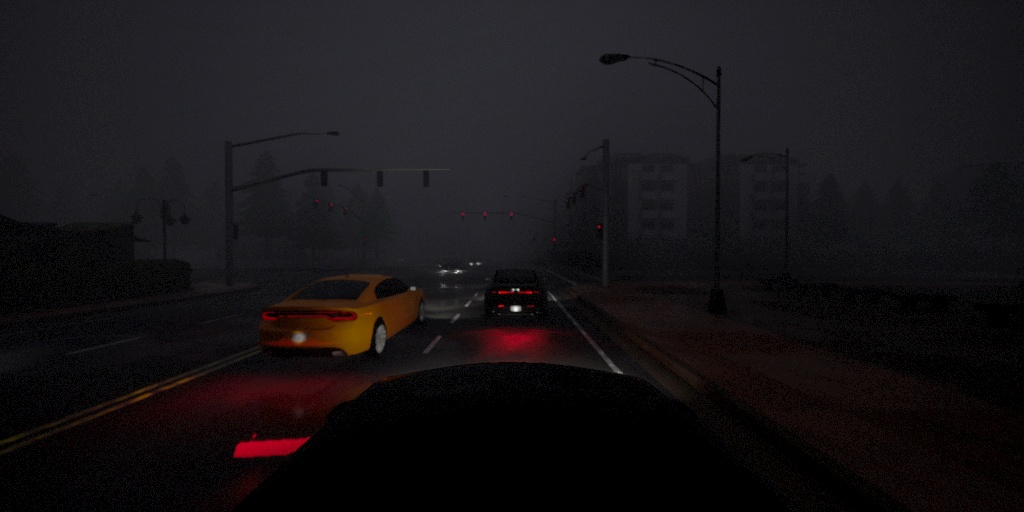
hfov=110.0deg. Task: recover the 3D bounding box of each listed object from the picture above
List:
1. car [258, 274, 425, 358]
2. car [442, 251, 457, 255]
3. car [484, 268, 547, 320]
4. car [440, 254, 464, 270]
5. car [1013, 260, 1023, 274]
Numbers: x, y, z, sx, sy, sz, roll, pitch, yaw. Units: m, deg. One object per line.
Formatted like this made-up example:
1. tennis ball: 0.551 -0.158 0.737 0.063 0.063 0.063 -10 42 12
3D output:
1. car: -3.418 1.142 8.293 1.882 1.535 5.008 0 1 1
2. car: -10.255 0.235 59.188 2.150 2.045 5.566 0 1 1
3. car: 0.125 1.124 12.048 1.837 1.490 4.892 0 1 1
4. car: -6.788 0.827 41.061 1.812 1.442 4.674 0 2 0
5. car: 46.155 0.638 29.591 5.566 2.045 2.150 1 1 30
